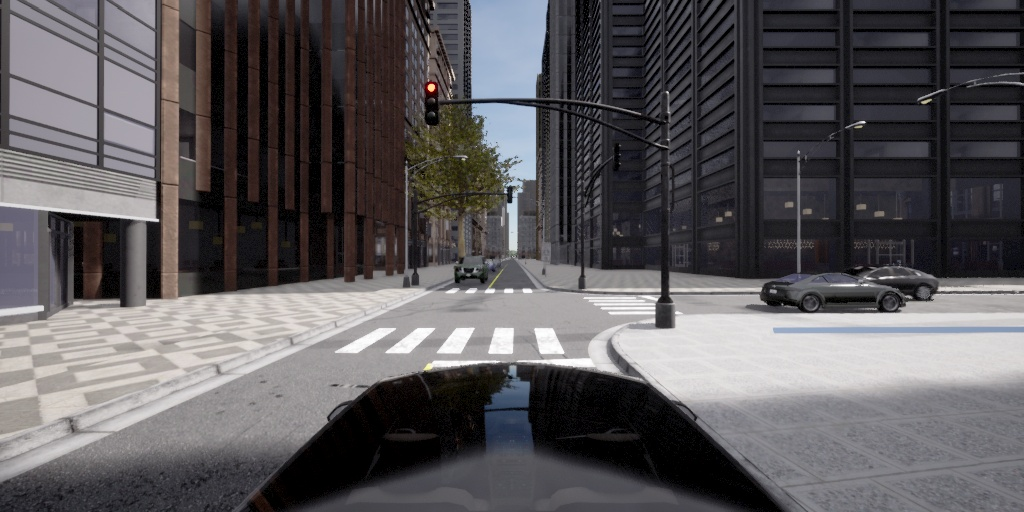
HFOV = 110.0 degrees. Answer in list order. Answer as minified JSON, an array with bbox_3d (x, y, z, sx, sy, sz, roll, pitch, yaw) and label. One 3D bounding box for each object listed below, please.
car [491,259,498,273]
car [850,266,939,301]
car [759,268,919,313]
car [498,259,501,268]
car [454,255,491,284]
[{"bbox_3d":[-2.978,1.293,43.628,1.812,1.442,4.674,0,0,0],"label":"car"},{"bbox_3d":[16.169,1.193,16.203,4.892,1.490,1.837,0,0,0],"label":"car"},{"bbox_3d":[11.556,1.257,13.104,4.181,1.385,1.994,0,0,0],"label":"car"},{"bbox_3d":[-2.827,1.332,62.833,2.128,1.511,4.902,0,0,0],"label":"car"},{"bbox_3d":[-3.027,0.975,27.648,2.150,2.045,5.566,0,0,0],"label":"car"}]
